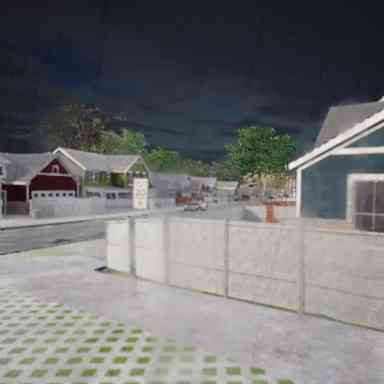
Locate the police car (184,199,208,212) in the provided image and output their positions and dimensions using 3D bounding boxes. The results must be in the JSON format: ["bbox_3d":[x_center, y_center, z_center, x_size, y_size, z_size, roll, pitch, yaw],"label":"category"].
[{"bbox_3d":[0.541,1.722,42.194,2.038,1.542,4.974,2,0,18],"label":"police car"}]
